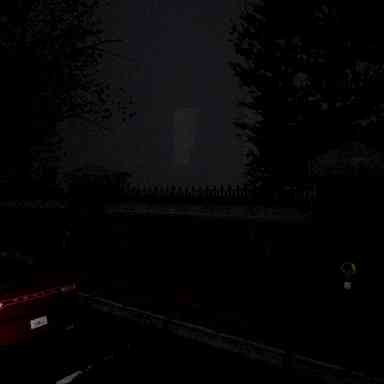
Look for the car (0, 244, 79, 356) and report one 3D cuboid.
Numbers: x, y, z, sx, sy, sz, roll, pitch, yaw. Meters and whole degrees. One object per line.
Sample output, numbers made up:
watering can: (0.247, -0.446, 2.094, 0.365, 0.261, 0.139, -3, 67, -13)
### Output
car: (-3.786, 1.544, 5.588, 4.507, 1.381, 1.887, 0, 0, 36)
